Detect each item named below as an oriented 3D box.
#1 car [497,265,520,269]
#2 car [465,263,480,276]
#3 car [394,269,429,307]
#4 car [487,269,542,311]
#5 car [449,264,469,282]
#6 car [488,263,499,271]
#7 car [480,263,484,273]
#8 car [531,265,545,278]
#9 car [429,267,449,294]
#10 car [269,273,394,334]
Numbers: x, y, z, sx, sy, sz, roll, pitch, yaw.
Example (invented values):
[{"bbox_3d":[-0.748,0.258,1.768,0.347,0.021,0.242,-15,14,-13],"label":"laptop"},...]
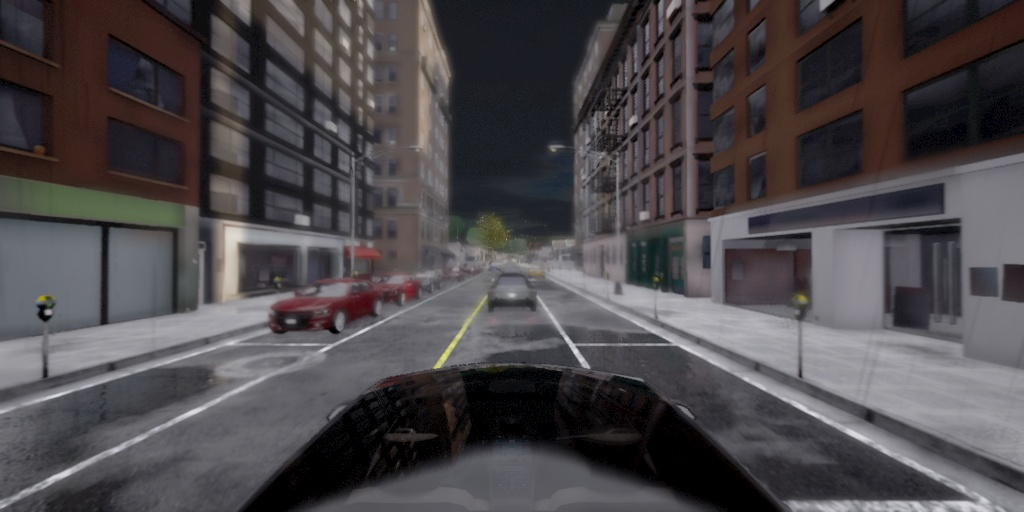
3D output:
[{"bbox_3d":[0.020,1.633,30.103,1.895,1.301,4.718,0,-1,0],"label":"car"},{"bbox_3d":[-5.386,1.610,44.047,1.967,1.591,4.097,0,0,0],"label":"car"},{"bbox_3d":[-5.402,1.442,16.529,1.888,1.381,4.507,0,0,0],"label":"car"},{"bbox_3d":[0.021,1.450,15.351,1.994,1.385,4.181,0,0,1],"label":"car"},{"bbox_3d":[-5.392,1.643,33.040,1.802,1.307,4.207,0,0,0],"label":"car"},{"bbox_3d":[-2.767,1.834,58.010,1.812,1.442,4.674,0,-1,1],"label":"car"},{"bbox_3d":[-5.383,1.665,49.551,1.967,1.591,4.097,0,0,0],"label":"car"},{"bbox_3d":[2.659,1.641,38.714,1.751,1.417,4.829,0,0,0],"label":"car"},{"bbox_3d":[-5.399,1.502,22.033,2.007,1.370,4.403,0,0,0],"label":"car"},{"bbox_3d":[-5.405,1.388,11.026,1.888,1.381,4.507,0,0,0],"label":"car"}]
